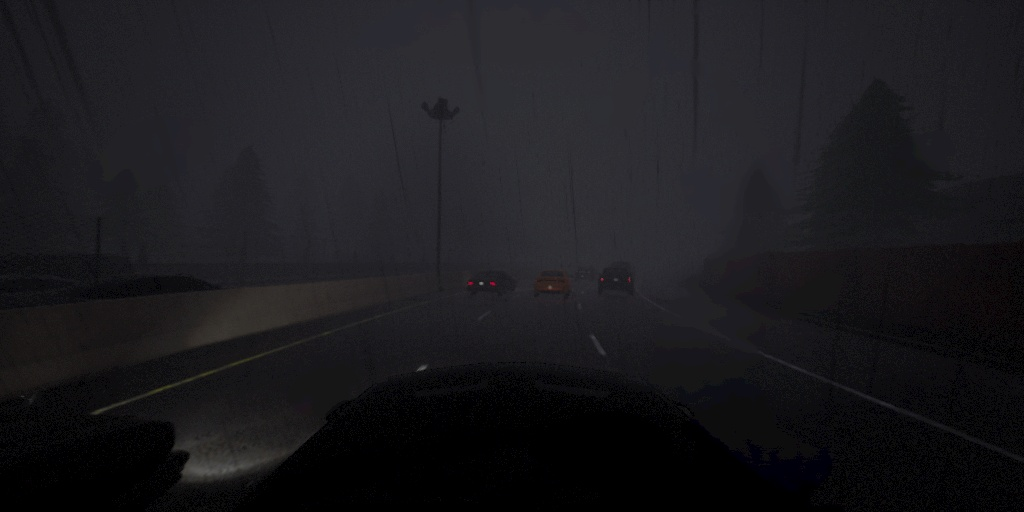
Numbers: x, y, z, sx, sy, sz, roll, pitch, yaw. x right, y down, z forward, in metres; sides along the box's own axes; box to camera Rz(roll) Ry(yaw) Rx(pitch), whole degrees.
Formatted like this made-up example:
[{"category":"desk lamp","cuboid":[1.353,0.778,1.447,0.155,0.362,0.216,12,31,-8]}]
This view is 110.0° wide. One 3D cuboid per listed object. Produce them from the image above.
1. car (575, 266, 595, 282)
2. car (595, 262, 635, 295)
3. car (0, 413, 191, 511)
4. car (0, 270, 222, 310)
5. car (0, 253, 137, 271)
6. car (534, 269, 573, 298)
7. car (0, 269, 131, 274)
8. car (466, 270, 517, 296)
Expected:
[{"category":"car","cuboid":[7.824,1.810,37.231,2.128,1.511,4.902,0,-1,23]},{"category":"car","cuboid":[6.692,1.472,23.391,2.097,1.767,4.553,0,-1,14]},{"category":"car","cuboid":[-3.387,1.237,0.228,2.033,1.411,5.357,1,-1,0]},{"category":"car","cuboid":[-10.120,1.237,9.336,1.837,1.490,4.892,0,-1,5]},{"category":"car","cuboid":[-16.848,0.919,12.717,2.150,2.045,5.566,1,-1,7]},{"category":"car","cuboid":[2.490,1.517,21.087,1.882,1.535,5.008,0,-1,12]},{"category":"car","cuboid":[-13.625,1.218,9.495,1.812,1.442,4.674,1,-1,5]},{"category":"car","cuboid":[-1.082,1.549,21.427,2.033,1.411,5.357,0,-1,13]}]
